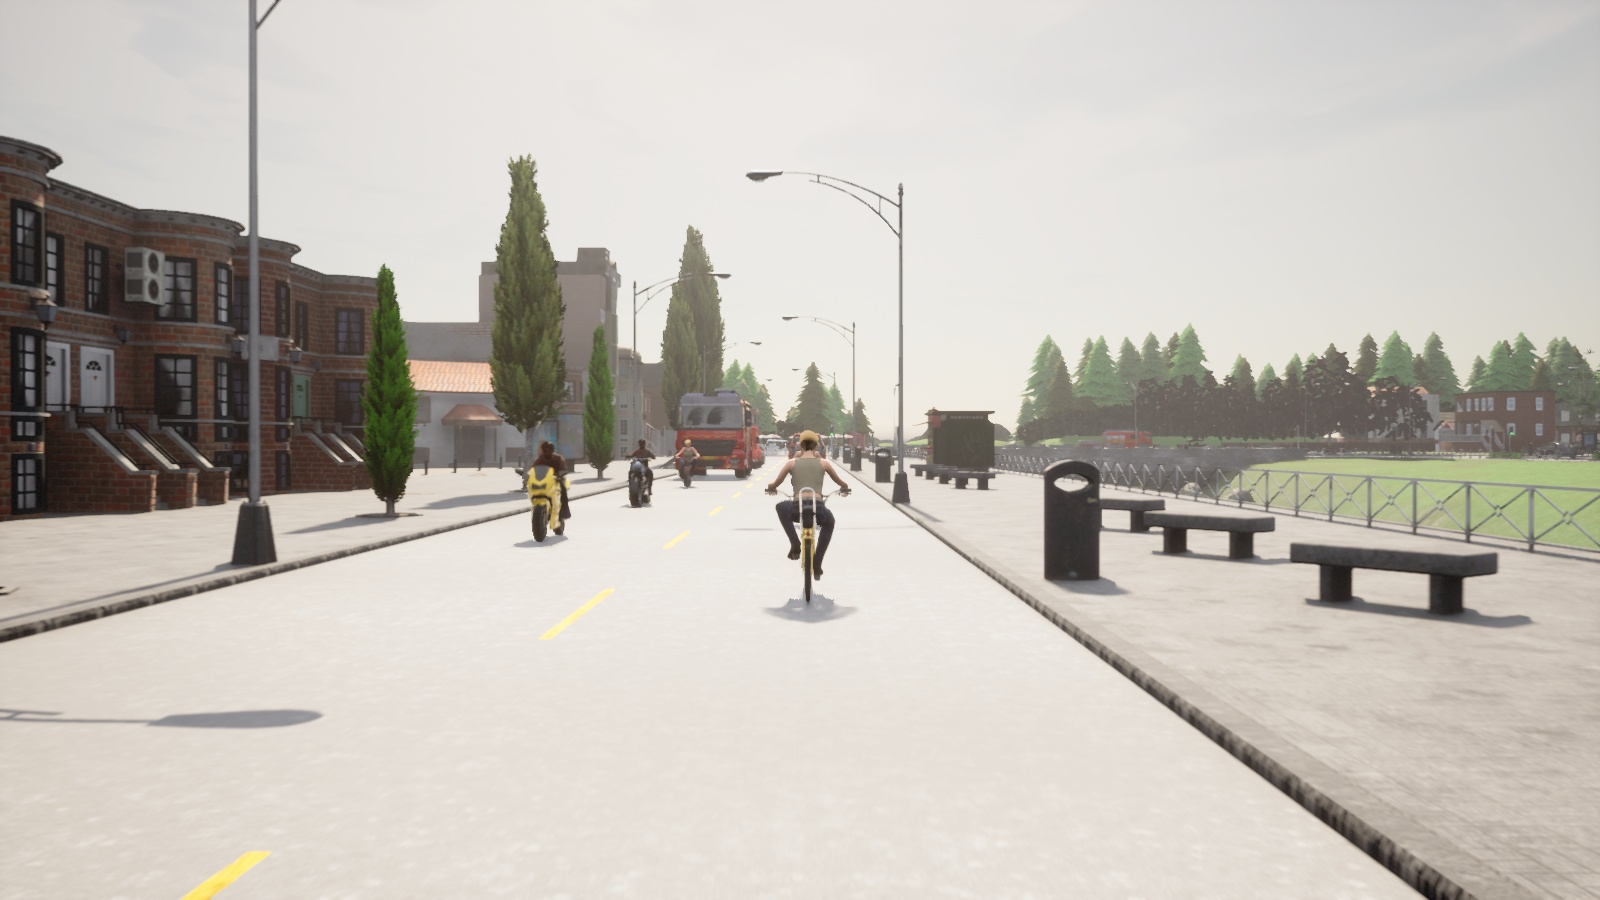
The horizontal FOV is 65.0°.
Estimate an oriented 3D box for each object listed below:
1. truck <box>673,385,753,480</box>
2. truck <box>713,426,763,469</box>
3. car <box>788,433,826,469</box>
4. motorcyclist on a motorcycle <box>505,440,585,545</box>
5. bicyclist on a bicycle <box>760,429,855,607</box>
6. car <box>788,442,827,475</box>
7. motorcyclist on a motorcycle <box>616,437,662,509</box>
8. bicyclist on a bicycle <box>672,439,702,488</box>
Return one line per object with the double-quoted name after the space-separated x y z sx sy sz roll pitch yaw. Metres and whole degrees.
-3.680 -0.731 55.107 2.891 3.827 8.468 0 0 0 "truck"
-3.576 -0.157 73.593 2.627 2.467 5.204 0 0 0 "truck"
0.423 0.052 73.564 2.150 2.045 5.566 0 0 0 "car"
-3.878 0.617 19.258 0.797 1.523 2.044 0 0 0 "motorcyclist on a motorcycle"
0.078 0.615 12.162 0.866 1.612 1.509 0 0 1 "bicyclist on a bicycle"
0.347 0.389 59.806 1.789 1.549 3.705 0 0 0 "car"
-3.818 0.525 29.928 0.766 1.649 2.350 0 0 0 "motorcyclist on a motorcycle"
-3.752 0.445 41.783 0.866 1.612 1.509 0 0 0 "bicyclist on a bicycle"
